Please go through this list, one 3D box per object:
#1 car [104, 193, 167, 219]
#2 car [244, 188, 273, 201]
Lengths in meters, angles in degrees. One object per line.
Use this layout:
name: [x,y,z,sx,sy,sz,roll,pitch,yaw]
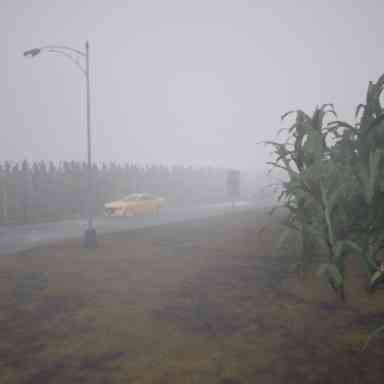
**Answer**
car: [-3.832,0.888,23.288,1.882,1.535,5.008,1,2,36]
car: [7.842,0.250,39.028,2.128,1.511,4.902,1,2,37]
